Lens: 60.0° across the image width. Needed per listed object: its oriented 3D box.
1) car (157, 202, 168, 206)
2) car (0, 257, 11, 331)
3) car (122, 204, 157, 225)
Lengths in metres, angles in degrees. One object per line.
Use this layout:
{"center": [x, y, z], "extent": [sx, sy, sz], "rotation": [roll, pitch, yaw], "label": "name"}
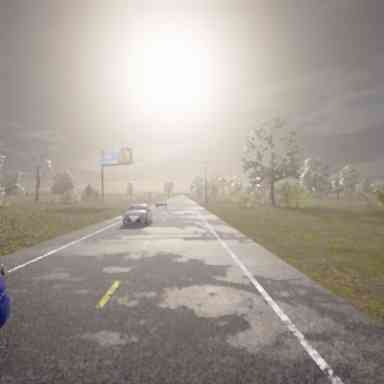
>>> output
{"center": [-4.987, 1.875, 55.146], "extent": [1.994, 1.385, 4.181], "rotation": [-1, 0, -2], "label": "car"}
{"center": [-3.498, 1.279, 2.280], "extent": [2.150, 2.045, 5.566], "rotation": [-1, -1, -2], "label": "car"}
{"center": [-4.160, 1.698, 25.857], "extent": [2.128, 1.511, 4.902], "rotation": [-1, 0, -2], "label": "car"}
